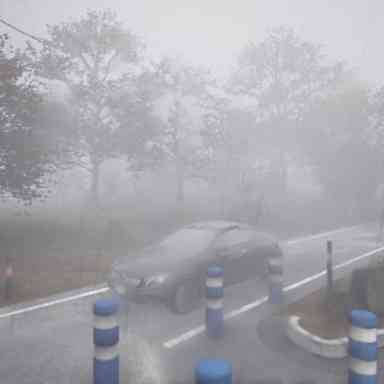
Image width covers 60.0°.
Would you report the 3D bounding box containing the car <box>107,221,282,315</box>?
[{"bbox_3d":[0.346,1.447,7.637,1.812,1.442,4.674,0,1,45],"label":"car"}]
